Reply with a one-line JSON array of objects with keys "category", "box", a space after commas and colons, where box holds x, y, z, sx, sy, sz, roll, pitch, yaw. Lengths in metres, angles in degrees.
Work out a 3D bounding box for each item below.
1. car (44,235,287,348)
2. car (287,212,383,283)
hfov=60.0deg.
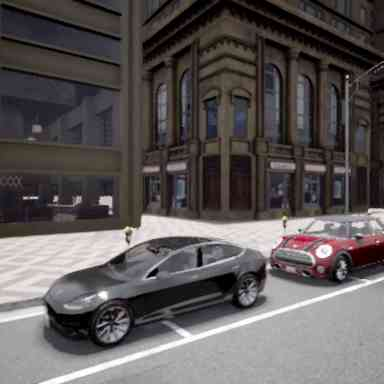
[{"category": "car", "box": [-0.438, 1.564, 6.322, 4.313, 1.339, 1.947, 0, 0, -35]}, {"category": "car", "box": [4.130, 1.432, 9.563, 4.097, 1.590, 1.967, 0, 0, -35]}]
